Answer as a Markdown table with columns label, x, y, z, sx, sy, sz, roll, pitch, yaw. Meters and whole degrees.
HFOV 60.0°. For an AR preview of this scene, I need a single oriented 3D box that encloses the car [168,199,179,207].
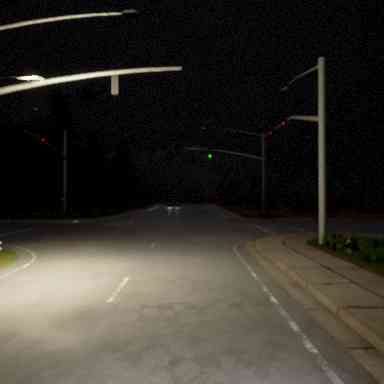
| label | x | y | z | sx | sy | sz | roll | pitch | yaw |
| --- | --- | --- | --- | --- | --- | --- | --- | --- | --- |
| car | -3.562 | 2.109 | 64.398 | 1.837 | 1.490 | 4.892 | 0 | -1 | 1 |
